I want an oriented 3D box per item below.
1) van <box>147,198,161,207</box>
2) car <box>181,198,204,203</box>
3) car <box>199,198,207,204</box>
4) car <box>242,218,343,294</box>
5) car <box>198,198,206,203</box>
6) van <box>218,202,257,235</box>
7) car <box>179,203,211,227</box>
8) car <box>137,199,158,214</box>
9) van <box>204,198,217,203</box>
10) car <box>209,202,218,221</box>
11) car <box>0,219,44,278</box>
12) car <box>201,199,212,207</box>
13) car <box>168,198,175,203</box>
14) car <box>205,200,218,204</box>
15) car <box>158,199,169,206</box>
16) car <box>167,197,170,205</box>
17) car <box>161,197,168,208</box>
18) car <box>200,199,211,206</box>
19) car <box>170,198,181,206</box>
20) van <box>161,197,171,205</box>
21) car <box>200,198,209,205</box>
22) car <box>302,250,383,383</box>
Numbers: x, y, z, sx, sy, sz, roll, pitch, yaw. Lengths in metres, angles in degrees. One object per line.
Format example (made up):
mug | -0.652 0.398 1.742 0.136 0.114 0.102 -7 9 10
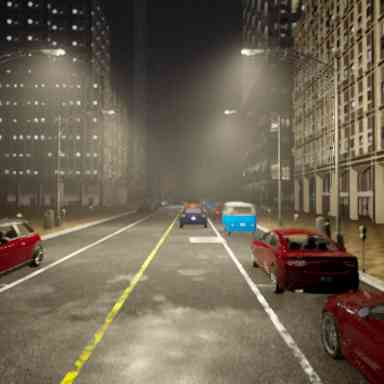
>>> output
van | -5.674 1.748 46.159 1.690 1.788 3.998 1 0 0
car | 0.106 1.719 41.157 2.097 1.767 4.553 0 0 0
car | 2.713 2.224 83.344 1.887 1.381 4.507 1 0 0
car | 2.697 1.628 8.880 1.887 1.381 4.507 0 -1 0
car | 2.826 2.301 93.968 2.008 1.369 4.403 1 0 0
van | 2.701 1.522 19.578 1.690 1.788 3.998 0 -1 0
car | 0.103 1.789 24.591 1.994 1.385 4.181 0 -1 0
car | -5.677 1.909 40.845 1.887 1.381 4.507 1 0 0
van | 2.707 1.747 46.149 1.690 1.788 3.998 1 0 0
car | 2.701 1.857 30.205 1.802 1.307 4.206 1 0 0
car | -5.682 1.524 8.895 1.967 1.590 4.097 0 -1 0
car | 2.709 2.053 62.259 1.752 1.417 4.829 1 0 0
car | -5.778 2.333 93.970 1.802 1.307 4.206 1 0 0
car | 2.703 1.846 35.688 1.752 1.417 4.829 1 0 0
car | -5.671 2.148 67.408 1.802 1.307 4.206 1 0 0
car | -5.672 2.078 62.095 2.008 1.369 4.403 1 0 0
car | -5.674 2.039 56.782 2.008 1.369 4.403 1 0 0
car | 2.709 2.110 67.403 1.887 1.381 4.507 1 0 0
car | -2.994 2.155 67.101 1.895 1.301 4.718 0 0 0
van | -5.668 1.946 72.724 1.690 1.788 3.998 1 0 0
car | 2.712 2.045 72.717 1.967 1.590 4.097 1 0 0
car | 2.696 1.613 3.194 1.802 1.307 4.206 0 -1 0
